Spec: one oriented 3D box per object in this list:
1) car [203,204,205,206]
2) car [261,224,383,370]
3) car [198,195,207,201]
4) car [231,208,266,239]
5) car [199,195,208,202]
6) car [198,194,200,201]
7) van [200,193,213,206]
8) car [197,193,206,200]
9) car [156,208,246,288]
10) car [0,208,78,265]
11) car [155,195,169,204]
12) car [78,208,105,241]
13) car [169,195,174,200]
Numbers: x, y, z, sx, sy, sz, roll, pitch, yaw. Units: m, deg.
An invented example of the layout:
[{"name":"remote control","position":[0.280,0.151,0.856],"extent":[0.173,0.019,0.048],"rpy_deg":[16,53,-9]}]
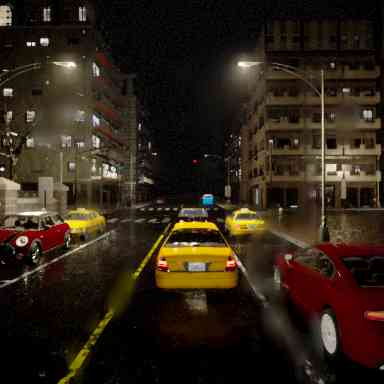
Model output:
[{"name":"car","position":[0.079,1.603,19.652],"extent":[1.895,1.301,4.718],"rpy_deg":[0,0,0]},{"name":"car","position":[2.689,1.546,5.793],"extent":[1.887,1.381,4.507],"rpy_deg":[1,0,0]},{"name":"car","position":[2.580,1.494,83.374],"extent":[2.008,1.369,4.403],"rpy_deg":[1,0,0]},{"name":"car","position":[2.673,1.527,17.197],"extent":[1.752,1.417,4.829],"rpy_deg":[1,0,0]},{"name":"car","position":[2.588,1.503,77.703],"extent":[2.008,1.369,4.403],"rpy_deg":[1,0,0]},{"name":"car","position":[2.611,1.519,60.691],"extent":[1.887,1.381,4.507],"rpy_deg":[1,0,0]},{"name":"van","position":[2.622,1.321,55.019],"extent":[1.690,1.788,3.998],"rpy_deg":[1,0,0]},{"name":"car","position":[2.575,1.249,89.045],"extent":[2.192,1.841,5.009],"rpy_deg":[1,0,0]},{"name":"car","position":[0.086,1.458,9.163],"extent":[1.801,1.575,5.366],"rpy_deg":[0,0,0]},{"name":"car","position":[-5.698,1.442,11.417],"extent":[1.967,1.590,4.097],"rpy_deg":[1,0,0]},{"name":"car","position":[-5.769,1.556,60.736],"extent":[1.802,1.307,4.206],"rpy_deg":[1,0,0]},{"name":"car","position":[-5.706,1.528,16.862],"extent":[1.752,1.417,4.829],"rpy_deg":[1,0,0]},{"name":"car","position":[-5.809,1.516,89.091],"extent":[1.802,1.307,4.206],"rpy_deg":[1,0,0]}]
